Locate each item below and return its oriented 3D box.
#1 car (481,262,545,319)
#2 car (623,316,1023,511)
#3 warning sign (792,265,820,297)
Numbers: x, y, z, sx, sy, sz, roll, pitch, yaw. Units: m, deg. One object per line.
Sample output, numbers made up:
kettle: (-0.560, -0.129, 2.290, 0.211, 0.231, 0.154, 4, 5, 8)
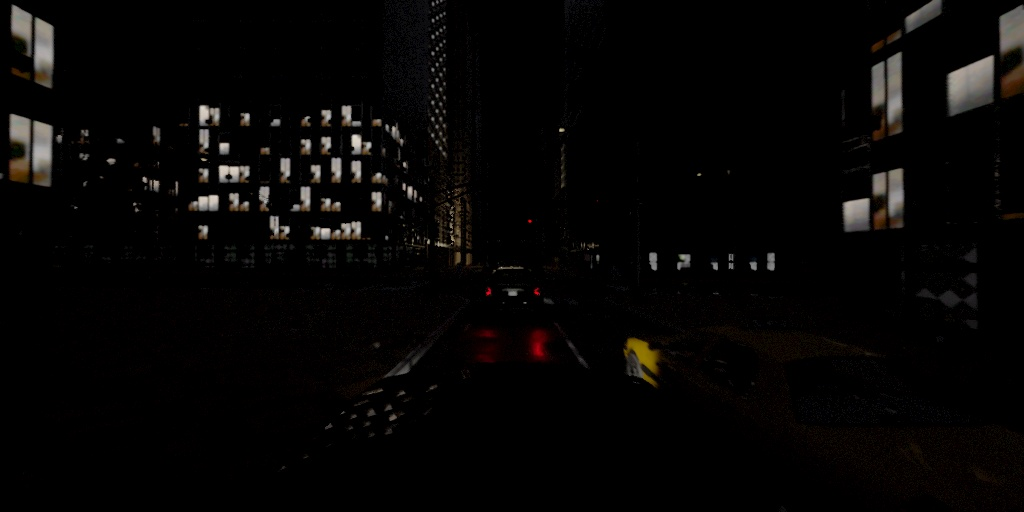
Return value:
car: (0.049, 1.250, 13.657, 2.097, 1.767, 4.553, 0, -1, 1)
car: (2.566, 1.300, 3.844, 1.751, 1.417, 4.829, 0, 0, 0)
warning sign: (17.260, 1.445, 20.992, 1.060, 1.860, 1.300, 0, 0, -3)
